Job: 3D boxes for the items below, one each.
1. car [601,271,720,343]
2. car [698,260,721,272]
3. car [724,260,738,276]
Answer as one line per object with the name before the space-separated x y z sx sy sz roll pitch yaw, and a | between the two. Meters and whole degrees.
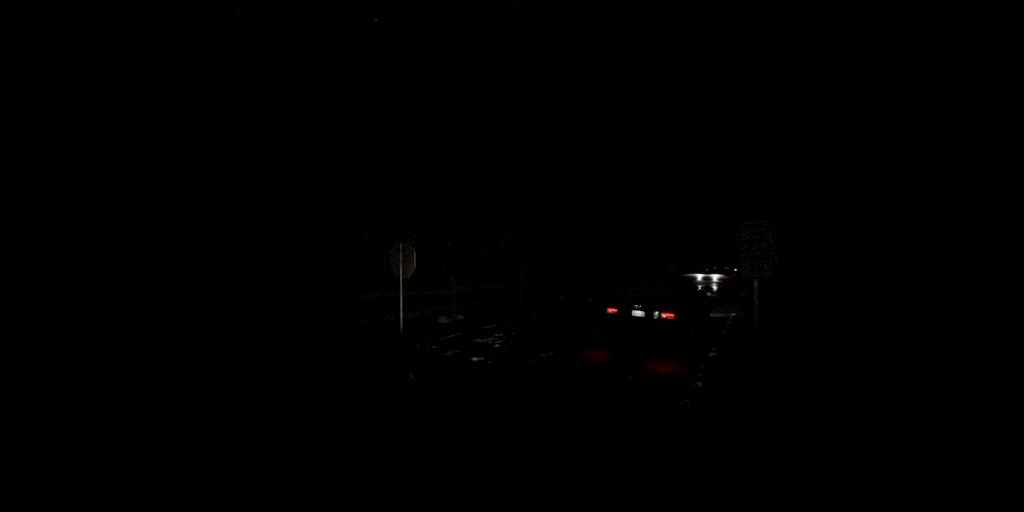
car | 4.178 1.291 9.820 2.033 1.411 5.357 0 0 35
car | 22.178 1.197 40.195 1.837 1.490 4.892 0 0 35
car | 22.188 1.265 35.343 1.994 1.385 4.181 0 0 36
